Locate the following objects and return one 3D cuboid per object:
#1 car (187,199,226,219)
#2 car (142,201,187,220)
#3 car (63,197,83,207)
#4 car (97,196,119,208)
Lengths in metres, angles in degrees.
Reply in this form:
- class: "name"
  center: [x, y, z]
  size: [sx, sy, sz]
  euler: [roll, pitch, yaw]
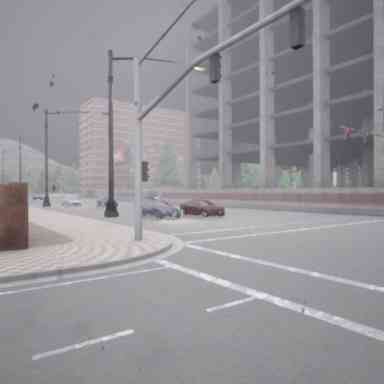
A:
- class: "car"
  center: [0.773, 1.378, 28.336]
  size: [1.882, 1.535, 5.008]
  euler: [0, 0, -35]
- class: "car"
  center: [-2.712, 1.459, 27.380]
  size: [1.812, 1.442, 4.674]
  euler: [0, 0, -35]
- class: "car"
  center: [-17.510, 1.449, 48.454]
  size: [1.812, 1.442, 4.674]
  euler: [0, 0, -35]
- class: "car"
  center: [-11.770, 1.402, 46.224]
  size: [1.837, 1.490, 4.892]
  euler: [0, 0, -35]
